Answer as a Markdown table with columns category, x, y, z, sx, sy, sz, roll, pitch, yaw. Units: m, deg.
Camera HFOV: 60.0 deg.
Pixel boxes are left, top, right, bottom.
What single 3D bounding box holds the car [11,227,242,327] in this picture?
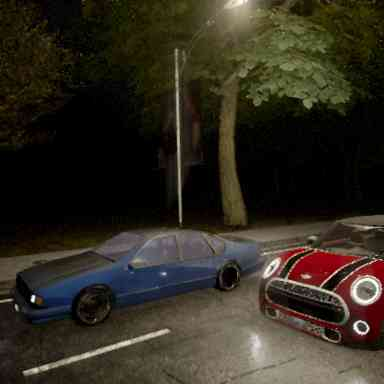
| category | x | y | z | sx | sy | sz | roll | pitch | yaw |
| --- | --- | --- | --- | --- | --- | --- | --- | --- | --- |
| car | -0.785 | 1.499 | 7.138 | 5.357 | 1.411 | 2.033 | -1 | 1 | -36 |

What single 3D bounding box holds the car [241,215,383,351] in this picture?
| category | x | y | z | sx | sy | sz | roll | pitch | yaw |
| --- | --- | --- | --- | --- | --- | --- | --- | --- | --- |
| car | 3.345 | 1.266 | 6.116 | 4.553 | 1.767 | 2.097 | -1 | 1 | -36 |
